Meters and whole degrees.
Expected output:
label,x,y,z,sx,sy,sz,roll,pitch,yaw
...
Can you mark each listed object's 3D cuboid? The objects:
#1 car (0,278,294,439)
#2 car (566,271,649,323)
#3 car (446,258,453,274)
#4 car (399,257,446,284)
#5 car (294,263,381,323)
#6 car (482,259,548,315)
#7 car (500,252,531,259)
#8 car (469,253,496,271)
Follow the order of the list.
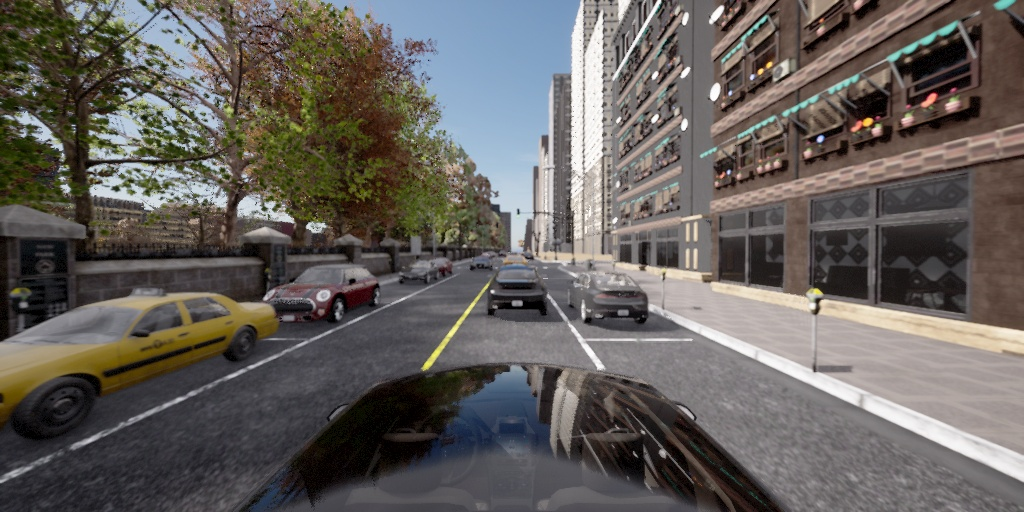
label,x,y,z,sx,sy,sz,roll,pitch,yaw
car,-5.668,1.198,5.350,1.751,1.417,4.829,0,0,0
car,2.748,1.117,11.006,2.007,1.370,4.403,0,0,0
car,-5.654,0.780,27.671,1.888,1.381,4.507,0,0,0
car,-5.638,0.894,22.132,2.007,1.370,4.403,0,0,0
car,-5.632,1.002,11.058,1.967,1.591,4.097,0,0,0
car,0.171,1.041,12.492,1.837,1.490,4.892,0,1,0
car,0.272,0.701,28.386,1.882,1.535,5.008,0,1,0
car,-2.803,0.678,33.964,1.994,1.385,4.181,0,1,1
